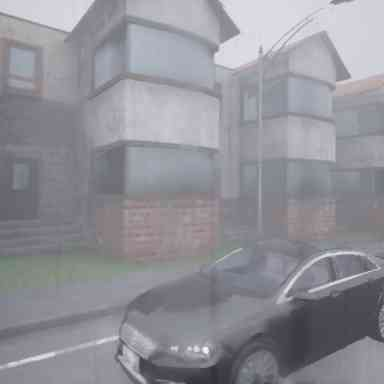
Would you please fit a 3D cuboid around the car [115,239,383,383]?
[{"bbox_3d":[1.336,1.529,4.964,4.902,1.511,2.128,1,0,-36],"label":"car"}]
